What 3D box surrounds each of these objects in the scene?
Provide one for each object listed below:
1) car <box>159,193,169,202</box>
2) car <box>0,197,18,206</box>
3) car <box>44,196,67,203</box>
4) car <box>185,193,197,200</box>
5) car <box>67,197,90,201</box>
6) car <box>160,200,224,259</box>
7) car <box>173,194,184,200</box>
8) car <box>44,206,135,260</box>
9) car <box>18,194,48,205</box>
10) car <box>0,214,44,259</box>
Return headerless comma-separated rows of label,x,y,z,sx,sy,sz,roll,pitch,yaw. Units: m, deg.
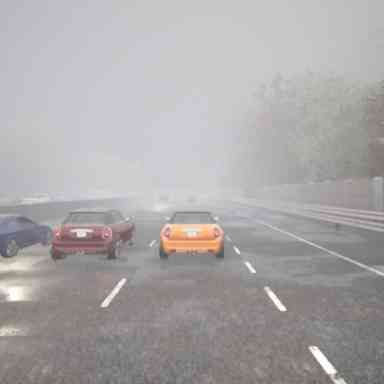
car,-6.992,1.379,82.242,2.150,2.045,5.566,0,0,0
car,-27.993,1.576,51.597,1.882,1.535,5.008,0,0,1
car,-21.019,1.701,52.750,1.895,1.301,4.718,0,0,1
car,0.007,1.490,72.348,2.097,1.767,4.553,0,0,0
car,-17.529,1.592,52.819,2.128,1.511,4.902,0,0,1
car,0.000,1.375,12.821,2.097,1.767,4.553,0,0,0
car,-3.492,1.624,78.273,1.882,1.535,5.008,0,0,0
car,-3.500,1.375,12.661,2.097,1.767,4.553,0,0,0
car,-24.520,1.317,52.455,2.150,2.045,5.566,0,0,1
car,-7.000,1.550,12.608,1.812,1.442,4.674,0,0,0
